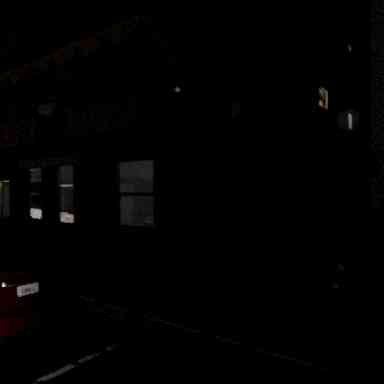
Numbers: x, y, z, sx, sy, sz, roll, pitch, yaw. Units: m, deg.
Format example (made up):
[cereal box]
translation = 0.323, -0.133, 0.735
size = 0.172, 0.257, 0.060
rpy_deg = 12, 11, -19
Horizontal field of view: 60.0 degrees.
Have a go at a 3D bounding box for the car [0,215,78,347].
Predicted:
[car]
translation = -4.019, 1.313, 5.591
size = 5.009, 1.841, 2.192
rpy_deg = 0, 0, 35
